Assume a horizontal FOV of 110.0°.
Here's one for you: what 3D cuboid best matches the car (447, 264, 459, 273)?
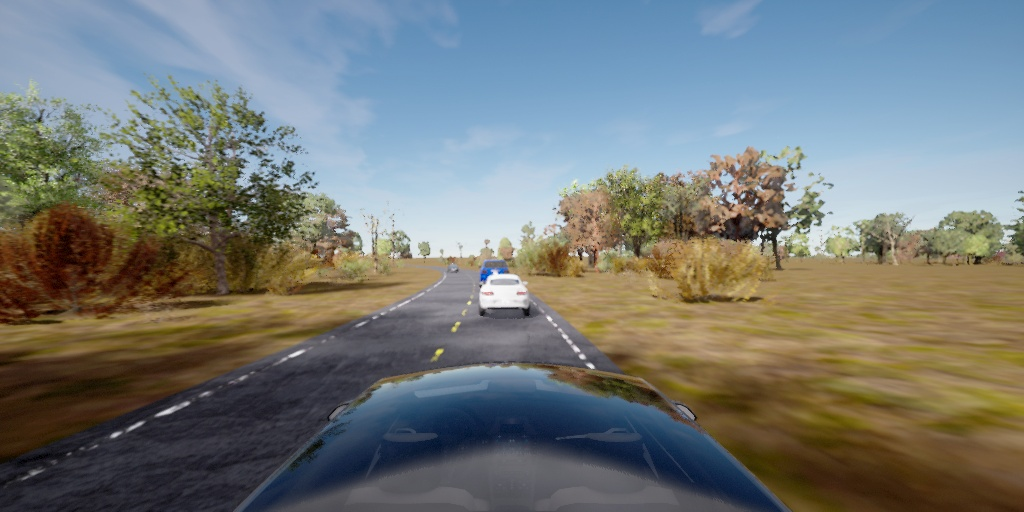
[{"bbox_3d":[-9.690,2.006,58.881,1.812,1.442,4.674,0,-1,-12],"label":"car"}]

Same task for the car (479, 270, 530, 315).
[{"bbox_3d":[-0.328,1.438,14.258,1.812,1.442,4.674,0,-1,-3],"label":"car"}]

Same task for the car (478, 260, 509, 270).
[{"bbox_3d":[-1.427,1.311,27.993,2.150,2.045,5.566,0,0,-6],"label":"car"}]
